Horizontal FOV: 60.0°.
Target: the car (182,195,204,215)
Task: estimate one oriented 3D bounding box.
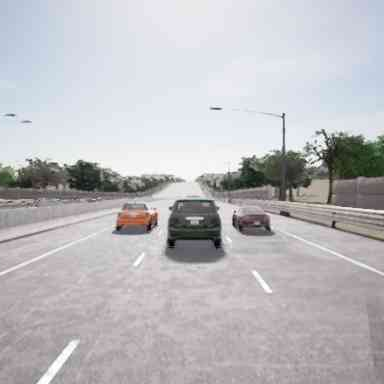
[{"bbox_3d":[0.100,1.336,36.651,2.150,2.045,5.566,0,0,0],"label":"car"}]

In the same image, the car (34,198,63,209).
[{"bbox_3d":[-21.062,1.682,48.915,2.128,1.511,4.902,0,0,0],"label":"car"}]

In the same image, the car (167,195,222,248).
[{"bbox_3d":[0.100,1.240,15.091,2.150,2.045,5.566,0,0,0],"label":"car"}]

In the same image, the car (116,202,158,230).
[{"bbox_3d":[-3.400,1.395,21.389,2.097,1.767,4.553,0,0,0],"label":"car"}]

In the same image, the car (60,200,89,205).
[{"bbox_3d":[-14.086,1.688,41.425,2.033,1.411,5.357,0,0,0],"label":"car"}]

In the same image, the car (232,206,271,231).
[{"bbox_3d":[3.600,1.566,20.659,1.812,1.442,4.674,0,0,0],"label":"car"}]

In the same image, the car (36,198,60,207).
[{"bbox_3d":[-17.584,1.706,41.760,1.994,1.385,4.181,0,0,0],"label":"car"}]
